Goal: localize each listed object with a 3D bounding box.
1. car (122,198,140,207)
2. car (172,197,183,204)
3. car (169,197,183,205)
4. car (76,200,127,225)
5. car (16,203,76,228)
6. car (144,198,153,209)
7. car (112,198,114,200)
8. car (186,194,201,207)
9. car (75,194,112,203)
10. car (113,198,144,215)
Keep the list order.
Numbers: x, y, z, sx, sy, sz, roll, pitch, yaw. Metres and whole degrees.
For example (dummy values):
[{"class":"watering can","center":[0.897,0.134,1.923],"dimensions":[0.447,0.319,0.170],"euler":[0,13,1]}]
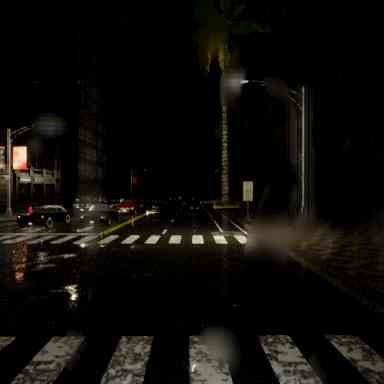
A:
[{"class":"car","center":[-9.590,1.636,52.283],"dimensions":[1.895,1.301,4.718],"euler":[0,0,1]},{"class":"car","center":[-2.885,1.633,67.682],"dimensions":[1.994,1.385,4.181],"euler":[0,0,0]},{"class":"car","center":[-2.926,1.611,57.724],"dimensions":[1.994,1.385,4.181],"euler":[0,0,1]},{"class":"car","center":[-6.500,1.553,24.179],"dimensions":[2.033,1.411,5.357],"euler":[0,0,0]},{"class":"car","center":[-9.771,1.606,22.376],"dimensions":[1.895,1.301,4.718],"euler":[0,0,1]},{"class":"car","center":[-6.404,1.528,44.566],"dimensions":[1.837,1.490,4.892],"euler":[0,0,0]},{"class":"car","center":[-9.667,1.511,42.154],"dimensions":[2.128,1.511,4.902],"euler":[0,0,1]},{"class":"car","center":[0.217,1.260,53.431],"dimensions":[2.150,2.045,5.566],"euler":[0,0,0]},{"class":"car","center":[-9.715,1.231,32.133],"dimensions":[2.150,2.045,5.566],"euler":[0,0,0]},{"class":"car","center":[-6.453,1.537,34.136],"dimensions":[1.812,1.442,4.674],"euler":[0,0,0]}]
